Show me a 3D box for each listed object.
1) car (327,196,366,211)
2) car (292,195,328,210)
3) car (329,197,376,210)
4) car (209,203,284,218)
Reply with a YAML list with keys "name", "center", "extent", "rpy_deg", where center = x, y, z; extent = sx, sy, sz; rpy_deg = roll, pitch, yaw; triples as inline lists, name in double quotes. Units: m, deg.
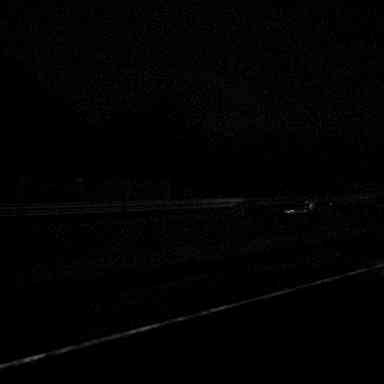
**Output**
- name: "car"
  center: [17.235, 1.265, 36.999]
  extent: [4.674, 1.442, 1.812]
  rpy_deg: [-1, 0, -34]
- name: "car"
  center: [13.486, 1.126, 37.937]
  extent: [4.553, 1.767, 2.097]
  rpy_deg: [-1, 0, -37]
- name: "car"
  center: [15.518, 1.270, 31.725]
  extent: [5.008, 1.535, 1.882]
  rpy_deg: [-1, 0, -34]
- name: "car"
  center: [3.175, 1.422, 19.029]
  extent: [5.008, 1.535, 1.882]
  rpy_deg: [0, 0, -35]
